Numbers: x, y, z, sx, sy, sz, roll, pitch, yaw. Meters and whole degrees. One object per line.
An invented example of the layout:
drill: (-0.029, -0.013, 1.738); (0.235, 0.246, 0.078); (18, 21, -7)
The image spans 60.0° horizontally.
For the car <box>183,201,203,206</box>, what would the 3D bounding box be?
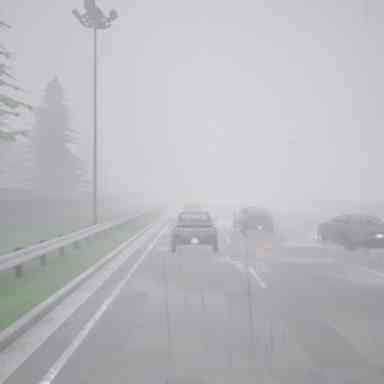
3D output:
car: (0.100, 1.667, 33.909); (1.882, 1.535, 5.008); (0, 0, 0)

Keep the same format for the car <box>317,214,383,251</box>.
car: (7.101, 1.647, 14.590); (1.994, 1.385, 4.181); (0, 0, 0)

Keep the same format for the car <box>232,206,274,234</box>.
car: (3.601, 1.619, 20.059); (1.837, 1.490, 4.892); (0, 0, 0)

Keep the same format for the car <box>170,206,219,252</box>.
car: (0.101, 1.573, 14.380); (2.128, 1.511, 4.902); (0, 0, 0)
